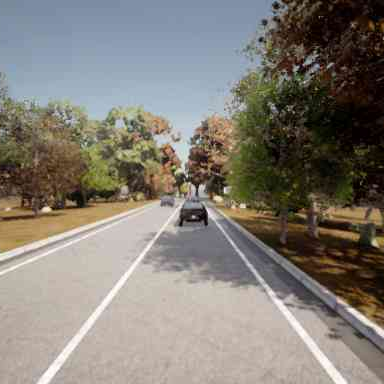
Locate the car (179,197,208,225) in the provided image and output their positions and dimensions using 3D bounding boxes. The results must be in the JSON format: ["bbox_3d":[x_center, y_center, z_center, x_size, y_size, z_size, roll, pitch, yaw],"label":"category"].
[{"bbox_3d":[0.101,1.403,23.472,1.882,1.535,5.008,0,0,0],"label":"car"}]

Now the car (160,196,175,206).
[{"bbox_3d":[-3.496,1.284,48.207,2.033,1.411,5.357,0,1,0],"label":"car"}]
